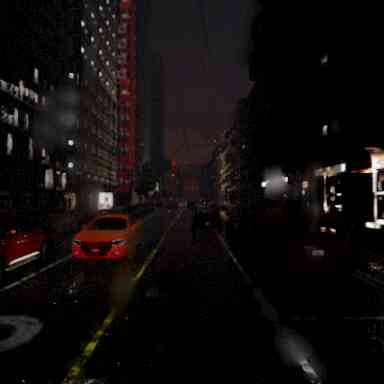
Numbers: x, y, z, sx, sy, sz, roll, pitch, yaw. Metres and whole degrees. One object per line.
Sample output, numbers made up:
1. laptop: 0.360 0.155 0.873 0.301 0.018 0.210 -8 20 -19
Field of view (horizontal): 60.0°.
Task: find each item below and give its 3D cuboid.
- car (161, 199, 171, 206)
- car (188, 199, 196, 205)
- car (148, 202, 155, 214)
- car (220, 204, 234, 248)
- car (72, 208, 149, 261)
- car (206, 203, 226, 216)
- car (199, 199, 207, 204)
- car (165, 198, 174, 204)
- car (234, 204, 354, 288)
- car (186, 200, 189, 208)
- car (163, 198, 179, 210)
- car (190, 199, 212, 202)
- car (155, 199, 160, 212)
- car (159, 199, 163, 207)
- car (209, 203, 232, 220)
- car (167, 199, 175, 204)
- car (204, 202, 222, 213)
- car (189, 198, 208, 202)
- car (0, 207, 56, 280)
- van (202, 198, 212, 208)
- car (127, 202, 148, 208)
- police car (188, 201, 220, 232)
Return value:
1. car: -5.681 2.279 71.777 1.802 1.307 4.206 1 -1 0
2. car: 0.000 2.146 73.369 1.895 1.301 4.718 0 -1 0
3. car: -5.681 1.925 37.837 1.887 1.381 4.507 1 -1 0
4. car: 2.702 1.472 15.180 2.192 1.841 5.009 1 -1 0
5. car: -3.101 1.613 13.136 1.882 1.535 5.008 0 -1 0
6. car: 2.700 1.946 37.803 1.947 1.339 4.313 1 -1 0
7. car: 2.700 2.380 83.054 1.802 1.307 4.206 1 -1 0
8. car: -5.678 2.239 83.091 1.967 1.590 4.097 1 -1 0
9. car: 2.702 1.414 9.523 2.192 1.841 5.009 1 -1 0
10. car: 0.000 2.050 58.337 1.882 1.535 5.008 0 -1 0
11. car: -3.068 2.079 54.011 2.033 1.411 5.357 0 -1 0
12. car: 0.899 1.778 31.935 1.801 1.575 5.366 0 -1 0
13. car: -5.681 2.000 43.494 1.947 1.339 4.313 1 -1 0
14. car: -5.679 2.033 60.466 1.967 1.590 4.097 1 -1 0
15. car: 2.700 1.852 32.317 1.752 1.417 4.829 1 -1 0
16. car: -5.680 2.431 88.746 1.802 1.307 4.206 1 -1 0
17. car: 2.700 1.984 43.460 2.008 1.369 4.403 1 -1 0
18. car: 0.816 1.837 37.933 1.801 1.575 5.366 0 -1 0
19. car: -5.678 1.414 9.557 2.192 1.841 5.009 1 -1 0
20. van: 2.703 1.933 60.432 1.690 1.788 3.998 1 -1 0
21. car: -5.681 1.908 32.180 1.802 1.307 4.206 1 -1 0
22. police car: 0.900 1.649 21.855 1.930 1.638 5.238 0 -1 0
